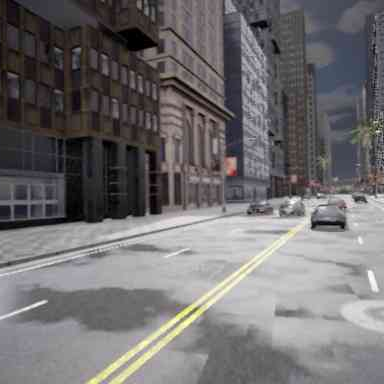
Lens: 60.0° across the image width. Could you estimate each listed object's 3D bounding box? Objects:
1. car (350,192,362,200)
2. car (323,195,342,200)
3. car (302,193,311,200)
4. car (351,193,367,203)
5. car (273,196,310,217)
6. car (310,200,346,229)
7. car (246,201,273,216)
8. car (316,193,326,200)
[{"bbox_3d":[36.497,0.883,74.199,2.128,1.511,4.902,-2,0,25],"label":"car"},{"bbox_3d":[16.431,1.351,38.022,1.994,1.385,4.181,-2,0,25],"label":"car"},{"bbox_3d":[24.192,1.080,70.764,1.837,1.490,4.892,-2,0,25],"label":"car"},{"bbox_3d":[27.901,1.034,55.239,1.837,1.490,4.892,-2,0,25],"label":"car"},{"bbox_3d":[9.194,1.435,30.506,2.128,1.511,4.902,-2,0,25],"label":"car"},{"bbox_3d":[8.682,1.478,21.142,1.994,1.385,4.181,-2,0,25],"label":"car"},{"bbox_3d":[6.812,1.579,33.088,1.994,1.385,4.181,-2,0,25],"label":"car"},{"bbox_3d":[26.358,0.926,67.700,2.033,1.411,5.357,-2,0,25],"label":"car"}]
